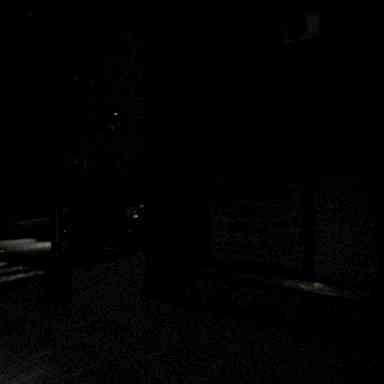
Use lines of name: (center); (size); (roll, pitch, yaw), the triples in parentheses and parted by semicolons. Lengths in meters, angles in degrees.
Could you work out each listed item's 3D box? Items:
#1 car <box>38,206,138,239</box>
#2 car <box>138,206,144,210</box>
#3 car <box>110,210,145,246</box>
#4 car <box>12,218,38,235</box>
car: (-5.541, 1.617, 18.352); (1.837, 1.490, 4.892); (-1, 0, 35)
car: (-4.609, 1.693, 24.017); (2.008, 1.369, 4.403); (-1, -1, 36)
car: (-1.242, 1.620, 14.936); (1.947, 1.339, 4.313); (-1, -1, 36)
car: (-7.860, 1.664, 19.478); (1.752, 1.417, 4.829); (-1, -1, 36)
